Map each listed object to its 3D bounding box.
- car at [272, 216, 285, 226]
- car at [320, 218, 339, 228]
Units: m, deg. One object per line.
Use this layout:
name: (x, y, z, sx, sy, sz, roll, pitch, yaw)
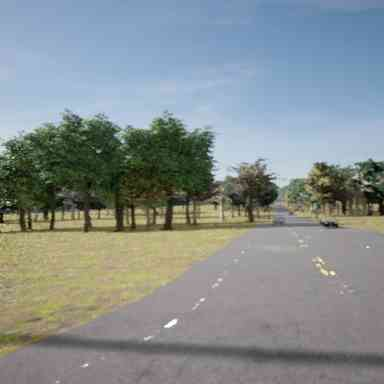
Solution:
car: (15.039, 5.026, 57.582, 1.837, 1.490, 4.892, -3, -4, 19)
car: (18.638, 4.231, 45.451, 1.895, 1.301, 4.718, -2, -4, 14)
